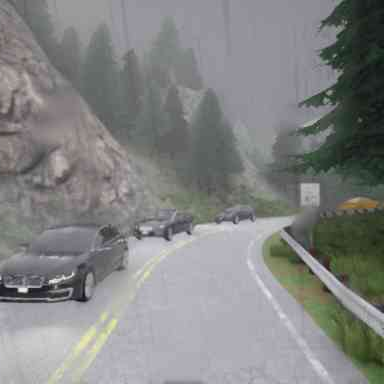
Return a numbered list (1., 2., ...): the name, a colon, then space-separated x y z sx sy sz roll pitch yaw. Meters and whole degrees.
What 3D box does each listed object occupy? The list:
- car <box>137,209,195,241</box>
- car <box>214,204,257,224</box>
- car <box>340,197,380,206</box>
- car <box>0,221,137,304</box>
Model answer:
1. car: -1.356 1.680 17.967 2.128 1.511 4.902 -1 -1 21
2. car: 3.604 1.764 27.145 1.837 1.490 4.892 -3 -2 37
3. car: 17.091 1.283 33.694 5.008 1.535 1.882 -2 -3 -30
4. car: -2.949 1.569 8.521 1.837 1.490 4.892 0 -1 4
